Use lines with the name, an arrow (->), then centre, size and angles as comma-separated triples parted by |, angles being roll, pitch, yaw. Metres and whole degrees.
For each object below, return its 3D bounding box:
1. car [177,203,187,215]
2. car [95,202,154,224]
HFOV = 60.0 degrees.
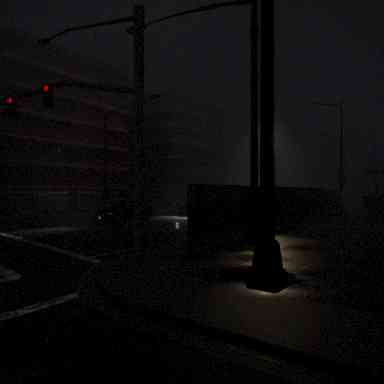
car -> 0.513, 1.505, 32.530 | 1.837, 1.490, 4.892 | 0, 0, 35
car -> -4.927, 1.491, 24.787 | 2.128, 1.511, 4.902 | 0, 0, 35
